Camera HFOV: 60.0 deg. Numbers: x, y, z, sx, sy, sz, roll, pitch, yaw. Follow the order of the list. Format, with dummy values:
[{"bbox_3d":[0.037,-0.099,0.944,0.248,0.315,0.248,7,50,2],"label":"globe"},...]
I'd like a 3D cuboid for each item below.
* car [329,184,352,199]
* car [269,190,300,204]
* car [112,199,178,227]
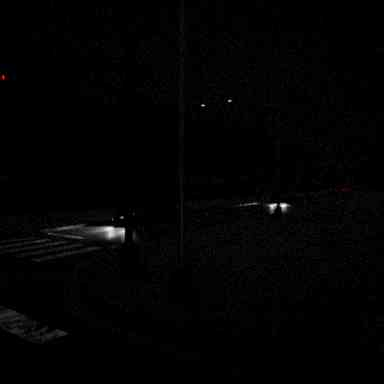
[{"bbox_3d":[21.367,-0.110,47.777,2.150,2.045,5.566,0,2,35],"label":"car"},{"bbox_3d":[10.585,0.524,37.659,2.033,1.411,5.357,0,2,36],"label":"car"},{"bbox_3d":[-2.572,1.113,19.144,1.994,1.385,4.181,0,2,35],"label":"car"}]
